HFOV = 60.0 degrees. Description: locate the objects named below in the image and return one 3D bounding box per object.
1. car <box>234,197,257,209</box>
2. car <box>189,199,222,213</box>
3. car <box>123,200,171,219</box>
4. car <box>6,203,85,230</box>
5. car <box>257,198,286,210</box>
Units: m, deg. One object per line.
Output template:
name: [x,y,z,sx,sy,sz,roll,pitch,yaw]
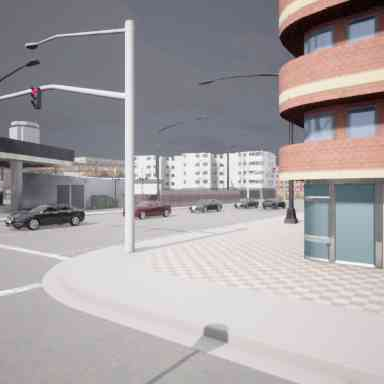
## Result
car: [7.490,1.491,45.364,2.128,1.511,4.902,0,0,35]
car: [1.581,1.491,36.838,2.128,1.511,4.902,0,0,35]
car: [-3.838,1.478,28.991,1.882,1.535,5.008,0,0,34]
car: [-9.163,1.505,21.211,1.837,1.490,4.892,0,0,34]
car: [10.822,1.491,43.734,2.128,1.511,4.902,0,0,35]
